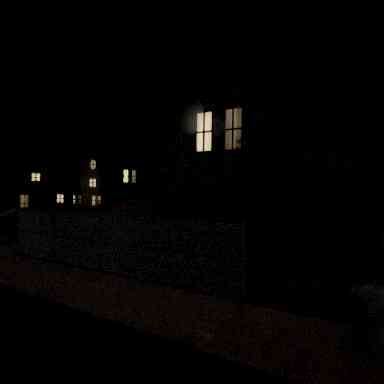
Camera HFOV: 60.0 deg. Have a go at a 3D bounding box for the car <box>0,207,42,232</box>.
[{"bbox_3d":[-11.429,1.761,22.054,1.812,1.442,4.674,2,0,36],"label":"car"}]

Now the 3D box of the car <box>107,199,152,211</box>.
[{"bbox_3d":[-5.244,1.687,30.472,2.150,2.045,5.566,2,-1,36],"label":"car"}]
